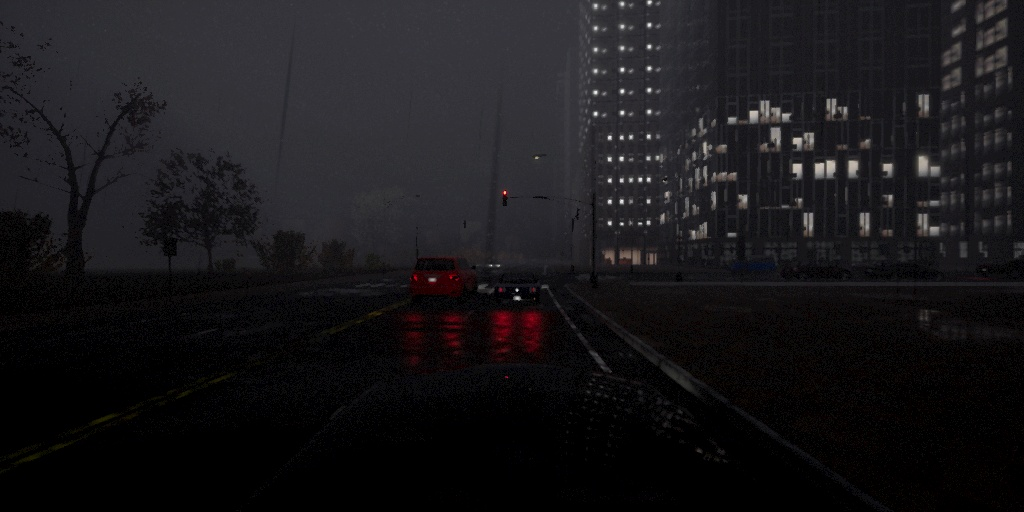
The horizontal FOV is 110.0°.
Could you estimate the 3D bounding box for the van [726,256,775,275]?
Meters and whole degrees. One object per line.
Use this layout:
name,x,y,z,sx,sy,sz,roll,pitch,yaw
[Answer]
van,23.098,0.853,34.690,3.998,1.789,1.690,0,0,6

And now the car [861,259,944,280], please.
car,27.833,1.068,25.573,4.313,1.339,1.948,0,0,6

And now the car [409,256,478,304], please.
car,-2.947,1.004,16.434,2.150,2.045,5.566,0,0,2

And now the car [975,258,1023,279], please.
car,38.658,0.892,27.195,5.008,1.535,1.882,0,0,6

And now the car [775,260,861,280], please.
car,22.171,0.988,26.116,4.097,1.591,1.967,0,0,6

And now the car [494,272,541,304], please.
car,0.301,1.363,16.303,1.895,1.301,4.718,0,0,2
